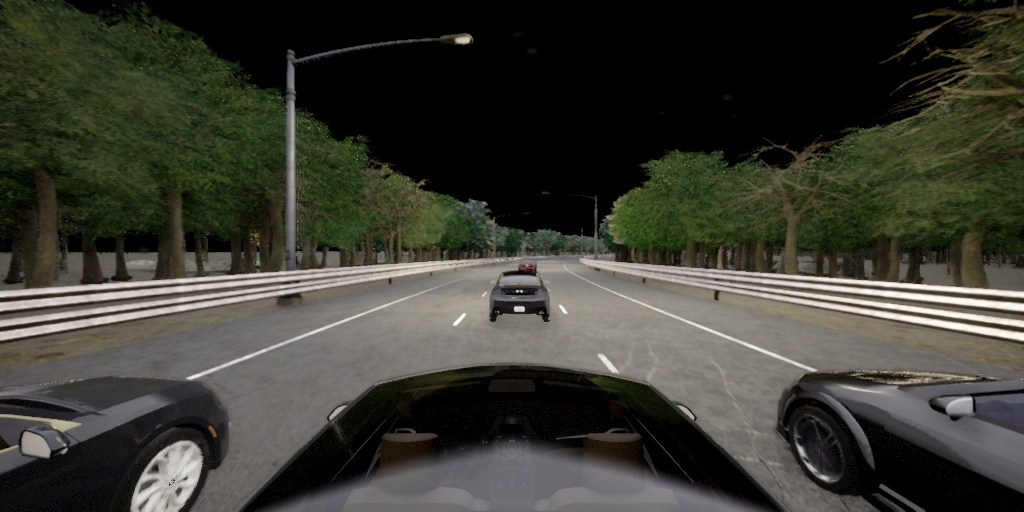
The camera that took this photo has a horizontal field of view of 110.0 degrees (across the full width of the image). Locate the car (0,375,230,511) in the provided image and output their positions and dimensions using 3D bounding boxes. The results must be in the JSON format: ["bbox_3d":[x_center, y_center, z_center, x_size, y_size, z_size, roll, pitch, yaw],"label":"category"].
[{"bbox_3d":[-3.373,1.252,1.125,1.837,1.490,4.892,0,0,0],"label":"car"}]

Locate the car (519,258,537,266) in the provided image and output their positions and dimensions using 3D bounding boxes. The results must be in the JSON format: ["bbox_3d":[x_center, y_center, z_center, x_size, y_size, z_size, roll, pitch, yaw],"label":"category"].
[{"bbox_3d":[1.897,1.065,42.426,2.097,1.767,4.553,0,0,5],"label":"car"}]

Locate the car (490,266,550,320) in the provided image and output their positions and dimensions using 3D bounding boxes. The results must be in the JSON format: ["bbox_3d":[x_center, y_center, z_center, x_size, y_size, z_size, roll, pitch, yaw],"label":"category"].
[{"bbox_3d":[0.276,1.253,12.554,1.837,1.490,4.892,0,0,2],"label":"car"}]

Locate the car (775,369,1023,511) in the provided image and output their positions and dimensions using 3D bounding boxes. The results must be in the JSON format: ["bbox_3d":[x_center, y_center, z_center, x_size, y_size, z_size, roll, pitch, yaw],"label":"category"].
[{"bbox_3d":[3.629,1.317,1.854,1.994,1.385,4.181,0,0,0],"label":"car"}]
